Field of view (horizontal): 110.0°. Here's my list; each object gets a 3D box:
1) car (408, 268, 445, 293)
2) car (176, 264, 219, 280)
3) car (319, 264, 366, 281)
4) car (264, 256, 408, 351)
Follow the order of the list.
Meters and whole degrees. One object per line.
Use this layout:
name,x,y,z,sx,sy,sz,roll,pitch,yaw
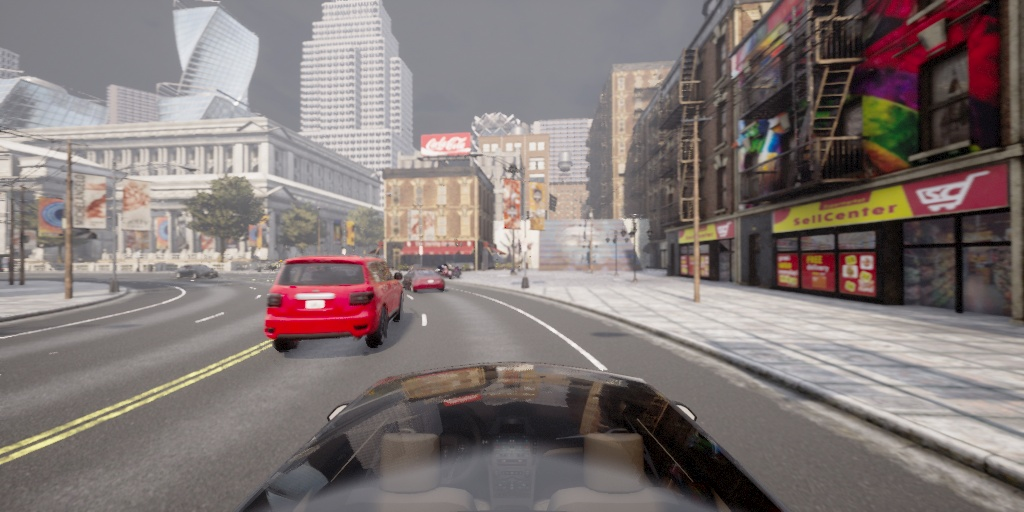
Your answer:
car,-5.708,1.465,22.539,1.994,1.385,4.181,0,0,-29
car,-31.769,1.604,36.166,4.892,1.490,1.837,-1,-1,24
car,-16.814,1.576,35.400,5.357,1.411,2.033,-1,0,39
car,-4.252,1.036,9.476,2.150,2.045,5.566,0,-1,-11
